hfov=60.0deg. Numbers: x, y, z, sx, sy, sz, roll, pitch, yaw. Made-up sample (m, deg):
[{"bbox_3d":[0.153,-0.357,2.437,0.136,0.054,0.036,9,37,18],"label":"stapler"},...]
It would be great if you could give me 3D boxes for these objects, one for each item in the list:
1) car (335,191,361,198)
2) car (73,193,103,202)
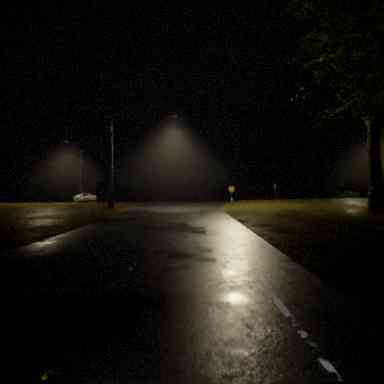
[{"bbox_3d":[27.809,0.544,59.436,4.181,1.385,1.994,-1,-2,-1],"label":"car"},{"bbox_3d":[-16.151,0.923,51.956,4.674,1.442,1.812,-1,-2,1],"label":"car"}]
